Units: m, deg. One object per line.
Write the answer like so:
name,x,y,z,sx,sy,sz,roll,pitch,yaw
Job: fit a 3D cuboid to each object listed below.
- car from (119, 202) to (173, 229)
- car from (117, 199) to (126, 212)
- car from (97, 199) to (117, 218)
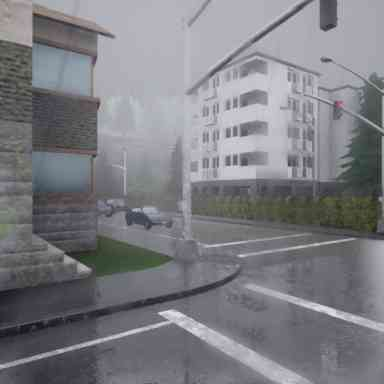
car,-3.128,1.702,23.316,1.812,1.442,4.674,0,0,-36
car,-8.777,1.528,37.599,2.097,1.767,4.553,0,0,-35
car,-9.318,1.531,32.026,2.097,1.767,4.553,0,0,-35
